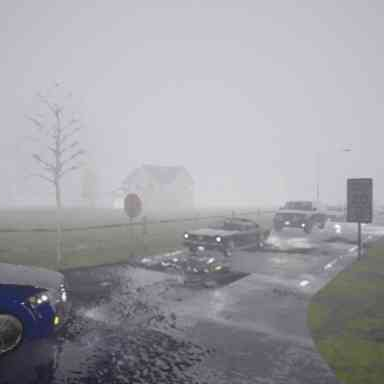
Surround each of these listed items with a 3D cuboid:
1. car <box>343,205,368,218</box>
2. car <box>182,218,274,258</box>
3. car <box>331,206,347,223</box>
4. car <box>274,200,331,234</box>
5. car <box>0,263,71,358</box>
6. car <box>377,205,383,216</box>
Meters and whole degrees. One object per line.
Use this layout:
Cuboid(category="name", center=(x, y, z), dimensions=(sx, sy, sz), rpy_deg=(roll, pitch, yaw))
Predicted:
Cuboid(category="car", center=(19.242, 2.204, 39.079), dimensions=(1.895, 1.301, 4.718), rpy_deg=(0, -1, 36))
Cuboid(category="car", center=(1.606, 1.824, 14.252), dimensions=(1.895, 1.301, 4.718), rpy_deg=(0, -1, 35))
Cuboid(category="car", center=(13.296, 2.026, 30.749), dimensions=(2.033, 1.411, 5.357), rpy_deg=(0, -1, 35))
Cuboid(category="car", center=(7.368, 1.573, 22.386), dimensions=(2.150, 2.045, 5.566), rpy_deg=(0, -1, 36))
Cuboid(category="car", center=(-4.128, 1.617, 5.185), dimensions=(4.181, 1.385, 1.994), rpy_deg=(0, 0, -15))
Cuboid(category="car", center=(24.300, 2.271, 41.209), dimensions=(1.895, 1.301, 4.718), rpy_deg=(0, -1, 35))
